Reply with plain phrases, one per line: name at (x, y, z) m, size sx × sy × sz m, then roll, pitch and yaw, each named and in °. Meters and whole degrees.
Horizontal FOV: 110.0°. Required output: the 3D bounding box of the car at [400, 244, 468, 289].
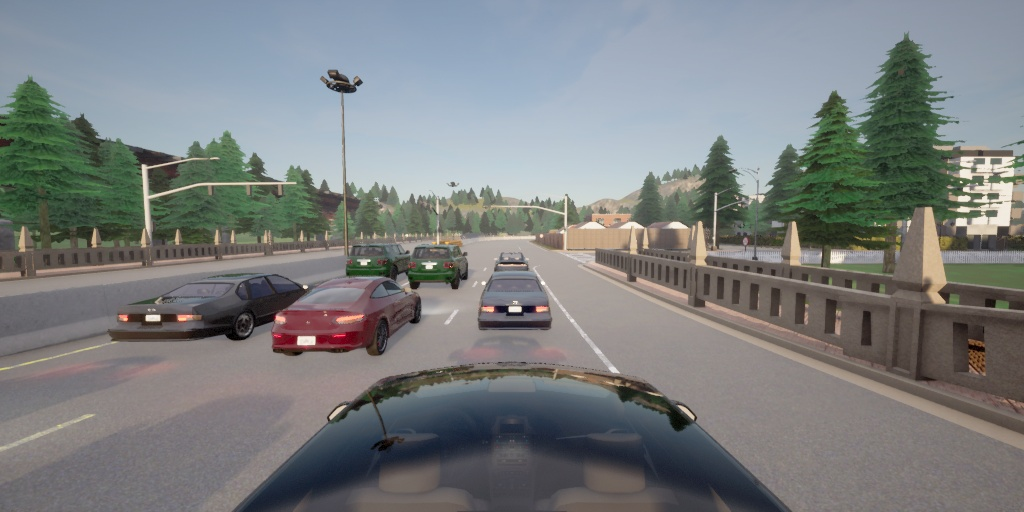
car at (-3.504, 0.399, 17.789) m, size 2.150 × 2.045 × 5.566 m, roll 0°, pitch 4°, yaw 0°

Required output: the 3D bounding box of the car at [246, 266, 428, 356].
car at (-3.439, 1.172, 8.253) m, size 1.812 × 1.442 × 4.674 m, roll 0°, pitch 2°, yaw -1°

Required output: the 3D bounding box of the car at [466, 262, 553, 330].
car at (0.049, 1.122, 10.410) m, size 2.033 × 1.411 × 5.357 m, roll 0°, pitch 2°, yaw 0°

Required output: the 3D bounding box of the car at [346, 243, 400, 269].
car at (-7.018, 0.285, 19.620) m, size 2.150 × 2.045 × 5.566 m, roll 0°, pitch 4°, yaw 0°

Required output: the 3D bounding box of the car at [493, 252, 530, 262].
car at (-0.020, 0.529, 20.115) m, size 2.128 × 1.511 × 4.902 m, roll 0°, pitch 3°, yaw 0°

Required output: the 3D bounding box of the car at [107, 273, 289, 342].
car at (-6.945, 1.156, 9.427) m, size 2.033 × 1.411 × 5.357 m, roll 0°, pitch 2°, yaw 0°
